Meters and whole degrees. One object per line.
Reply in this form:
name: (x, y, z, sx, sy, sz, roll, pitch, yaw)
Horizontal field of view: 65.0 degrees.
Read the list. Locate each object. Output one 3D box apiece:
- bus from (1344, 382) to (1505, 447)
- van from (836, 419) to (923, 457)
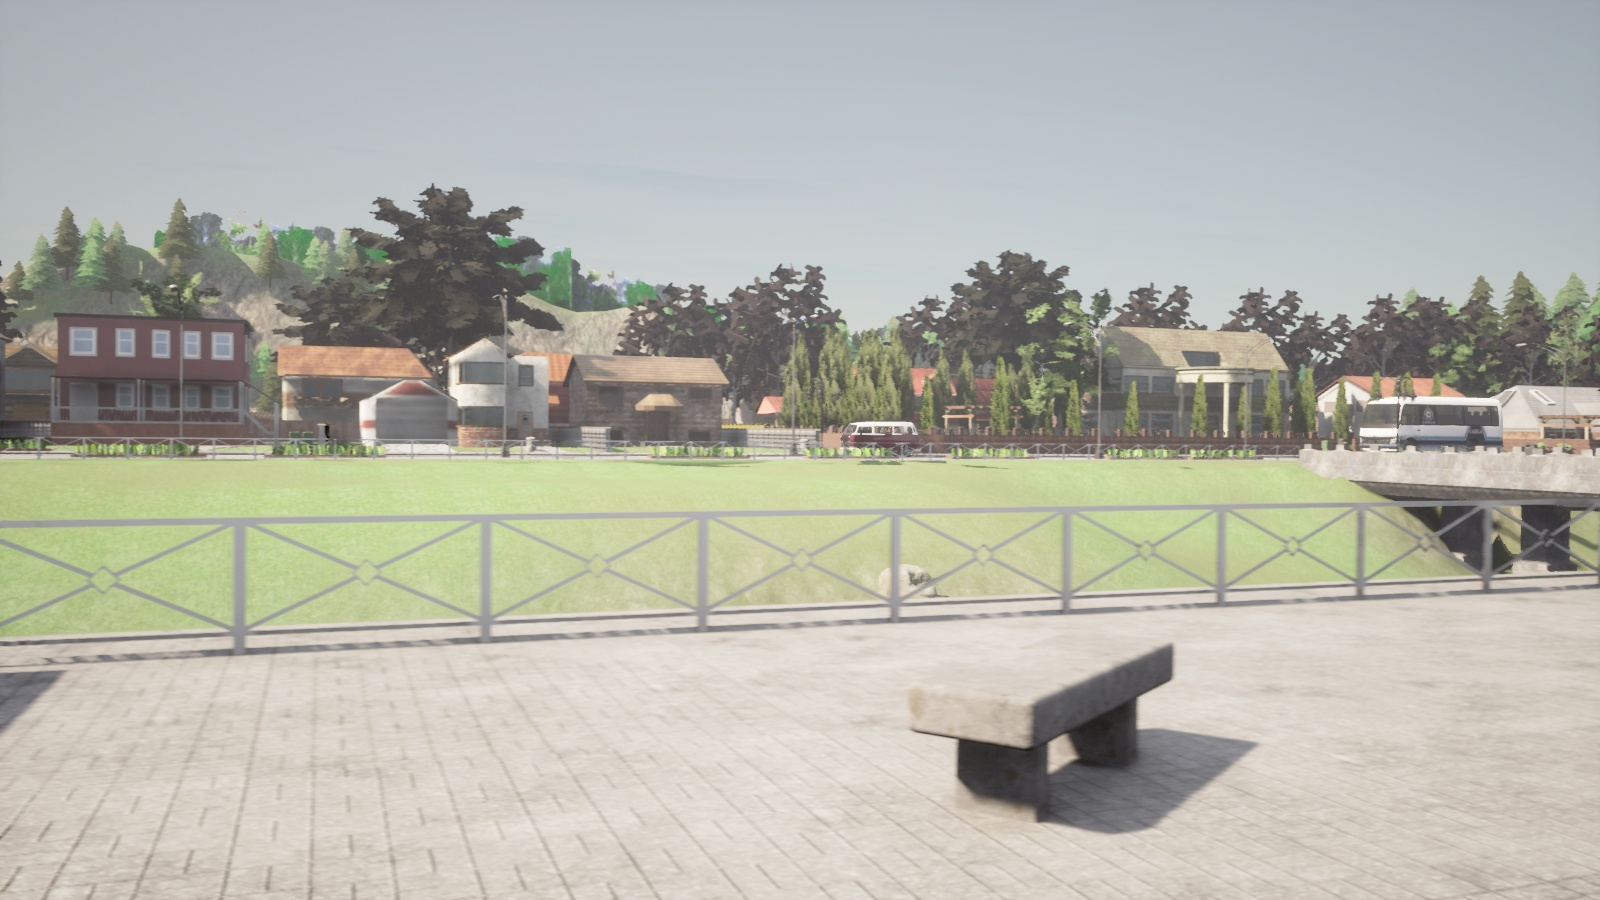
bus: (42.745, -2.440, 85.963, 10.273, 4.253, 3.944, -1, 1, -21)
van: (4.516, -0.690, 71.473, 4.480, 2.038, 2.069, -1, 1, -21)
